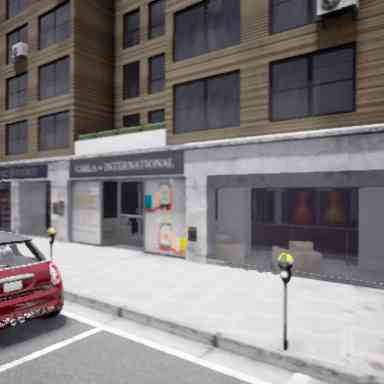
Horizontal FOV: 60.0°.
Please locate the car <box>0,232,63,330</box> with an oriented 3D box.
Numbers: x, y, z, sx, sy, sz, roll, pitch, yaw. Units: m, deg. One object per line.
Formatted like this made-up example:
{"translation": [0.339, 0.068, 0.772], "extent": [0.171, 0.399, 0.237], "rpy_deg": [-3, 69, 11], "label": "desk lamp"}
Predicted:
{"translation": [-4.251, 1.437, 6.110], "extent": [4.097, 1.590, 1.967], "rpy_deg": [0, 0, 36], "label": "car"}
